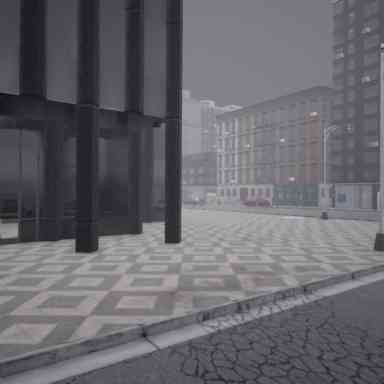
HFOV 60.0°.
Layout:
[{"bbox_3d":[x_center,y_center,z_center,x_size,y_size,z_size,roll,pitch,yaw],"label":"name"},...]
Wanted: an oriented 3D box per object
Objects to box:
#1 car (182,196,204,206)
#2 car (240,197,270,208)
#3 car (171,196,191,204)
[{"bbox_3d":[0.229,1.632,58.497,1.812,1.442,4.674,1,0,-35],"label":"car"},{"bbox_3d":[9.587,1.594,51.054,1.882,1.535,5.008,1,-1,-35],"label":"car"},{"bbox_3d":[-2.290,1.654,67.725,1.837,1.490,4.892,1,0,-35],"label":"car"}]
